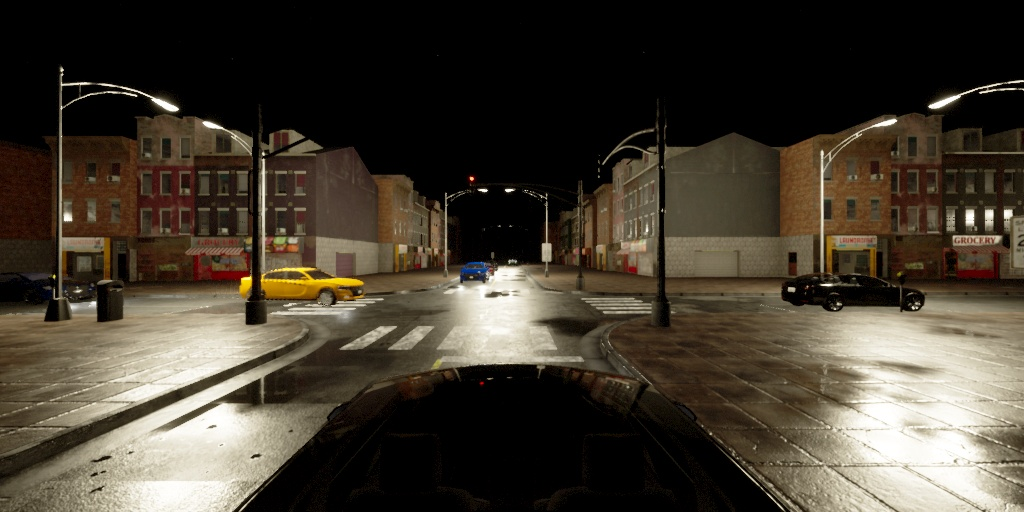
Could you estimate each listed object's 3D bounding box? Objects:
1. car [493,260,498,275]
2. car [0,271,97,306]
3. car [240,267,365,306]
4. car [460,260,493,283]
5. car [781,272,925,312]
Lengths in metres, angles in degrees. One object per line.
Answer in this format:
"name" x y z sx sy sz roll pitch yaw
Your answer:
"car" -2.832 1.332 37.871 1.994 1.385 4.181 0 0 0
"car" -21.065 1.379 15.758 4.181 1.385 1.994 0 0 0
"car" -8.908 1.250 15.398 5.008 1.535 1.882 0 0 6
"car" -2.822 1.238 27.920 1.882 1.535 5.008 0 0 1
"car" 12.359 1.266 13.176 4.313 1.339 1.948 0 0 0
